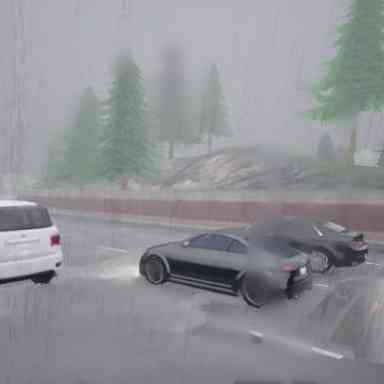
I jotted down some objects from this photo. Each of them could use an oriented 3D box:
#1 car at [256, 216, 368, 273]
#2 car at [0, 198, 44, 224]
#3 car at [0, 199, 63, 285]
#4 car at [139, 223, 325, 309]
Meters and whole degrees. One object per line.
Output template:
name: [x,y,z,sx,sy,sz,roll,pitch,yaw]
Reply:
car: [2.903,1.529,10.709,4.892,1.490,1.837,0,0,37]
car: [-13.314,1.348,25.564,2.097,1.767,4.553,0,0,-43]
car: [-5.484,1.218,8.452,5.566,2.045,2.150,0,0,40]
car: [0.684,1.578,8.021,4.181,1.385,1.994,0,0,37]
